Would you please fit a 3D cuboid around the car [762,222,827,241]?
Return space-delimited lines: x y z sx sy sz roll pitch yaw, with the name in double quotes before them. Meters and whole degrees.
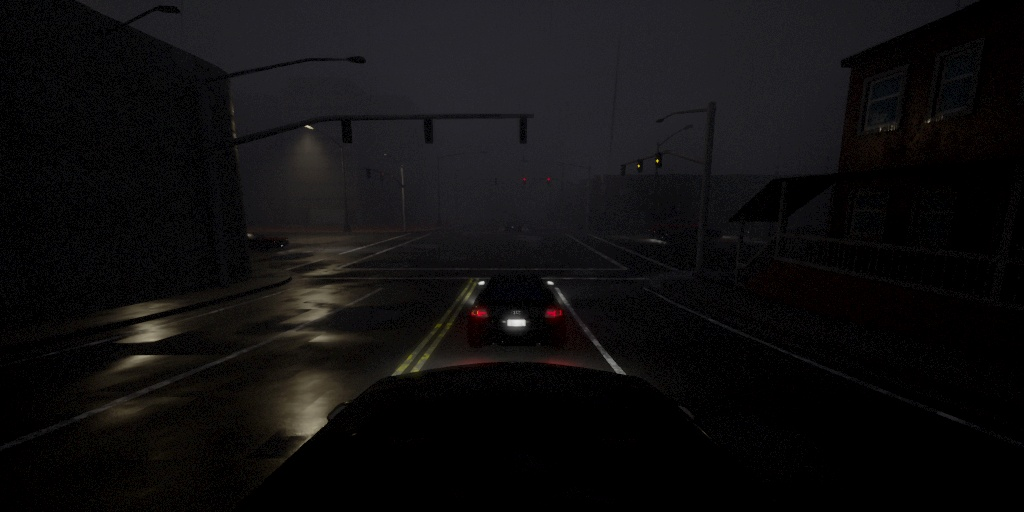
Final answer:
"car" 26.971 -2.234 33.738 5.008 1.535 1.882 0 8 0

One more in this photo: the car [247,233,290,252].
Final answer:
"car" -19.532 -1.085 26.975 4.718 1.301 1.895 0 8 0

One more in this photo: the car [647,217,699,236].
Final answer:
"car" 17.011 -3.001 37.241 5.566 2.045 2.150 0 8 0

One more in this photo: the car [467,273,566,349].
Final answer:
"car" 0.101 1.093 8.658 1.994 1.385 4.181 0 3 0

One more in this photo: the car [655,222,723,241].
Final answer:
"car" 16.875 -2.170 33.827 5.357 1.411 2.033 0 8 0

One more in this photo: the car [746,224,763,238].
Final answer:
"car" 27.040 -2.731 37.204 4.902 1.511 2.128 0 8 0

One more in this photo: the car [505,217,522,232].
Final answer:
"car" 0.180 -3.829 45.304 1.994 1.385 4.181 0 8 2
